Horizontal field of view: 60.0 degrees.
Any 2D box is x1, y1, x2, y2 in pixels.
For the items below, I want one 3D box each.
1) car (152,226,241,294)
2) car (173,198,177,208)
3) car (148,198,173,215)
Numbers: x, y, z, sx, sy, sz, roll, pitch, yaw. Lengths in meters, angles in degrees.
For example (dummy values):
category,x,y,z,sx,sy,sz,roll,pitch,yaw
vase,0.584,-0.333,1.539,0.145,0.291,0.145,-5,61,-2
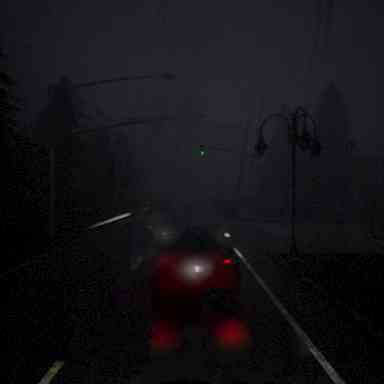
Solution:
category,x,y,z,sx,sy,sz,roll,pitch,yaw
car,0.114,1.595,8.916,1.994,1.385,4.181,0,0,1
car,-3.619,1.714,47.847,2.033,1.411,5.357,0,0,0
car,-3.618,1.619,36.499,2.128,1.511,4.902,0,0,0
